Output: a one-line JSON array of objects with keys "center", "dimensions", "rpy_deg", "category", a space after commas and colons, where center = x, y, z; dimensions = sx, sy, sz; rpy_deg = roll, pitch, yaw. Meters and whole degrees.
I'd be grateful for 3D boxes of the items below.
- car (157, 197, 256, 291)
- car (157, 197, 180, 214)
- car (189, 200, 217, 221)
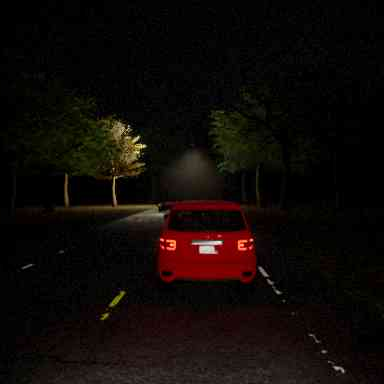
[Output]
[{"center": [0.351, 1.226, 9.199], "dimensions": [2.150, 2.045, 5.566], "rpy_deg": [0, 0, 1], "category": "car"}, {"center": [-2.543, 1.405, 37.127], "dimensions": [2.097, 1.767, 4.553], "rpy_deg": [0, 0, 2], "category": "car"}, {"center": [0.893, 1.510, 28.173], "dimensions": [2.128, 1.511, 4.902], "rpy_deg": [0, 0, 1], "category": "car"}]
